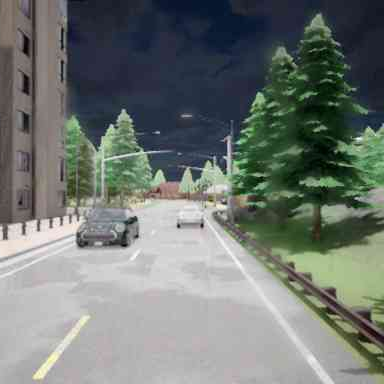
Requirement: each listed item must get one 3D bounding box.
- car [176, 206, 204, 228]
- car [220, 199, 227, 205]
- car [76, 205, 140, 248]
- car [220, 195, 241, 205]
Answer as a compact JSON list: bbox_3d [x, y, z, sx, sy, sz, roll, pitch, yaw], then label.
[{"bbox_3d":[-0.130,1.699,23.697,1.812,1.442,4.674,0,0,-1],"label":"car"},{"bbox_3d":[8.192,1.617,64.927,4.605,1.855,1.932,0,0,-1],"label":"car"},{"bbox_3d":[-3.724,1.465,15.410,2.097,1.767,4.553,0,0,0],"label":"car"},{"bbox_3d":[7.752,1.637,67.432,3.866,1.878,1.905,0,0,-1],"label":"car"}]
